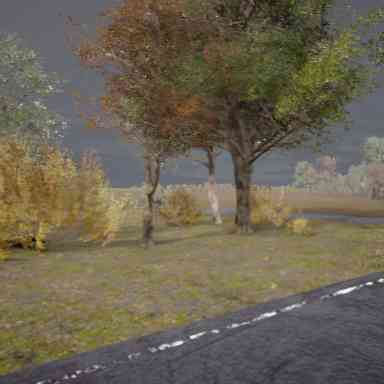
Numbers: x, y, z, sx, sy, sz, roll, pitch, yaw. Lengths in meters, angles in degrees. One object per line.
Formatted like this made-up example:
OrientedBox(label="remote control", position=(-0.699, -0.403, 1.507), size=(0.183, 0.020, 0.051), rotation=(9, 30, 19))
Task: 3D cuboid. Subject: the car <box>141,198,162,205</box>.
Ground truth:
OrientedBox(label="car", position=(-6.780, 1.551, 55.647), size=(1.895, 1.301, 4.718), rotation=(0, 0, -34))
